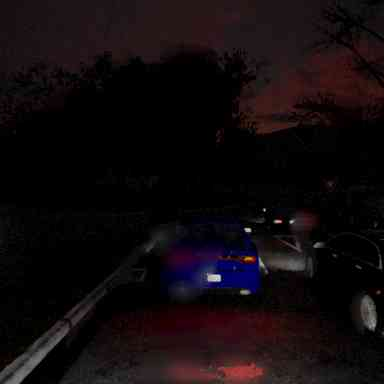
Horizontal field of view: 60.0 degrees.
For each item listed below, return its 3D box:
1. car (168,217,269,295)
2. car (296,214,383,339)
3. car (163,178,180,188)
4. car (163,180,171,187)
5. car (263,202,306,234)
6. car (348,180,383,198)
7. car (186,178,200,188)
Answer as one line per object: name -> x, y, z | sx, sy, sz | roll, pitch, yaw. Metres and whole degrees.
car -> 0.554, 1.386, 8.594 | 1.882, 1.535, 5.008 | 0, 1, 3
car -> 3.668, 1.459, 6.420 | 1.837, 1.490, 4.892 | 0, 1, 3
car -> -4.057, -1.964, 69.886 | 2.150, 2.045, 5.566 | -1, 2, -12
car -> -6.306, -2.121, 83.867 | 2.128, 1.511, 4.902 | 0, 1, -4
car -> 4.681, 1.230, 16.713 | 2.033, 1.411, 5.357 | 0, 2, 8
car -> 21.612, -0.414, 40.681 | 5.566, 2.045, 2.150 | -2, 4, -24
car -> -0.044, -1.826, 66.640 | 2.150, 2.045, 5.566 | -1, 3, -13
